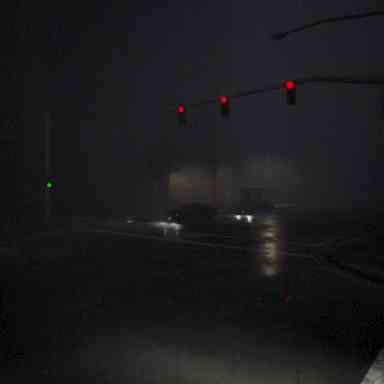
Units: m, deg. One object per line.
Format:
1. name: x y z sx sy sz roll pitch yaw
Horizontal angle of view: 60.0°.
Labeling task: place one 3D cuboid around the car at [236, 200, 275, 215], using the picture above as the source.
1. car: 6.740 1.571 34.748 2.033 1.411 5.357 0 0 40

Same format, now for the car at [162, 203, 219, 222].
1. car: 0.036 1.595 26.892 2.033 1.411 5.357 0 0 40
